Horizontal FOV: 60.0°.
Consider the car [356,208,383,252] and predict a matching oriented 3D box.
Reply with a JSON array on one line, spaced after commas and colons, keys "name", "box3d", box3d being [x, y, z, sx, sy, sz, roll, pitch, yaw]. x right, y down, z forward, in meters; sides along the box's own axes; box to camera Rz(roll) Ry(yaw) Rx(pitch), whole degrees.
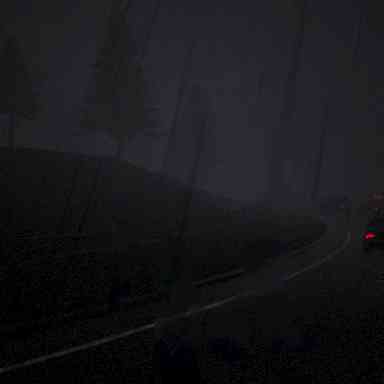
[{"name": "car", "box3d": [8.094, 1.613, 13.535, 2.033, 1.411, 5.357, 0, 0, 31]}]

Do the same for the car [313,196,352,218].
[{"name": "car", "box3d": [13.662, 1.388, 32.475, 2.150, 2.045, 5.566, 0, 0, 3]}]

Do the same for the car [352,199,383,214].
[{"name": "car", "box3d": [16.899, 1.501, 30.653, 2.097, 1.767, 4.553, 0, 0, 6]}]

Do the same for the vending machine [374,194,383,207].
[{"name": "vending machine", "box3d": [32.087, 1.471, 57.292, 1.100, 2.100, 0.880, 0, 0, 1]}]
